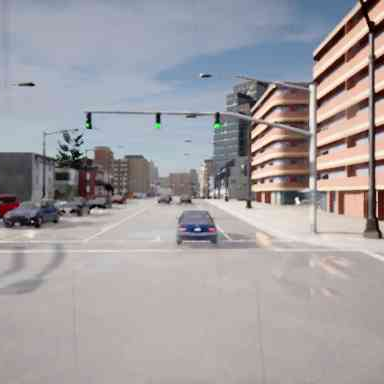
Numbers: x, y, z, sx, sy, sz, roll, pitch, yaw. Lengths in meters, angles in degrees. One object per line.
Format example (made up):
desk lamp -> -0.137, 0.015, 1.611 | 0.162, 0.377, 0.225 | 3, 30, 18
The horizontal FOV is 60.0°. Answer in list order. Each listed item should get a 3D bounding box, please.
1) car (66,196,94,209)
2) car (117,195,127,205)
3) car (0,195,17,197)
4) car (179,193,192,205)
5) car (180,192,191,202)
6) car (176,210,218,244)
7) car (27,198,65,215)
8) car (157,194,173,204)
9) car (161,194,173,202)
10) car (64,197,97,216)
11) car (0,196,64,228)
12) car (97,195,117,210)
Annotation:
car -> -14.722, 1.338, 43.919 | 2.033, 1.411, 5.357 | 0, 1, -2
car -> -11.453, 1.180, 51.834 | 1.882, 1.535, 5.008 | 0, 1, -2
car -> -14.234, 1.224, 23.592 | 2.150, 2.045, 5.566 | 0, 0, -2
car -> -0.992, 1.192, 53.339 | 2.128, 1.511, 4.902 | 0, 1, -2
car -> -1.297, 0.952, 63.736 | 2.097, 1.767, 4.553 | 0, 0, -2
car -> 0.181, 1.602, 16.229 | 2.033, 1.411, 5.357 | 0, 0, -1
car -> -14.494, 1.440, 33.332 | 1.812, 1.442, 4.674 | 0, 1, -1
car -> -4.505, 1.291, 53.758 | 1.895, 1.301, 4.718 | 0, 1, -2
car -> -4.801, 1.158, 63.791 | 1.994, 1.385, 4.181 | 0, 0, -2
car -> -10.947, 1.430, 31.551 | 2.128, 1.511, 4.902 | 0, 1, -2
car -> -10.690, 1.364, 22.472 | 2.097, 1.767, 4.553 | 0, 0, -2
car -> -11.177, 1.373, 41.394 | 2.033, 1.411, 5.357 | 0, 1, -1
